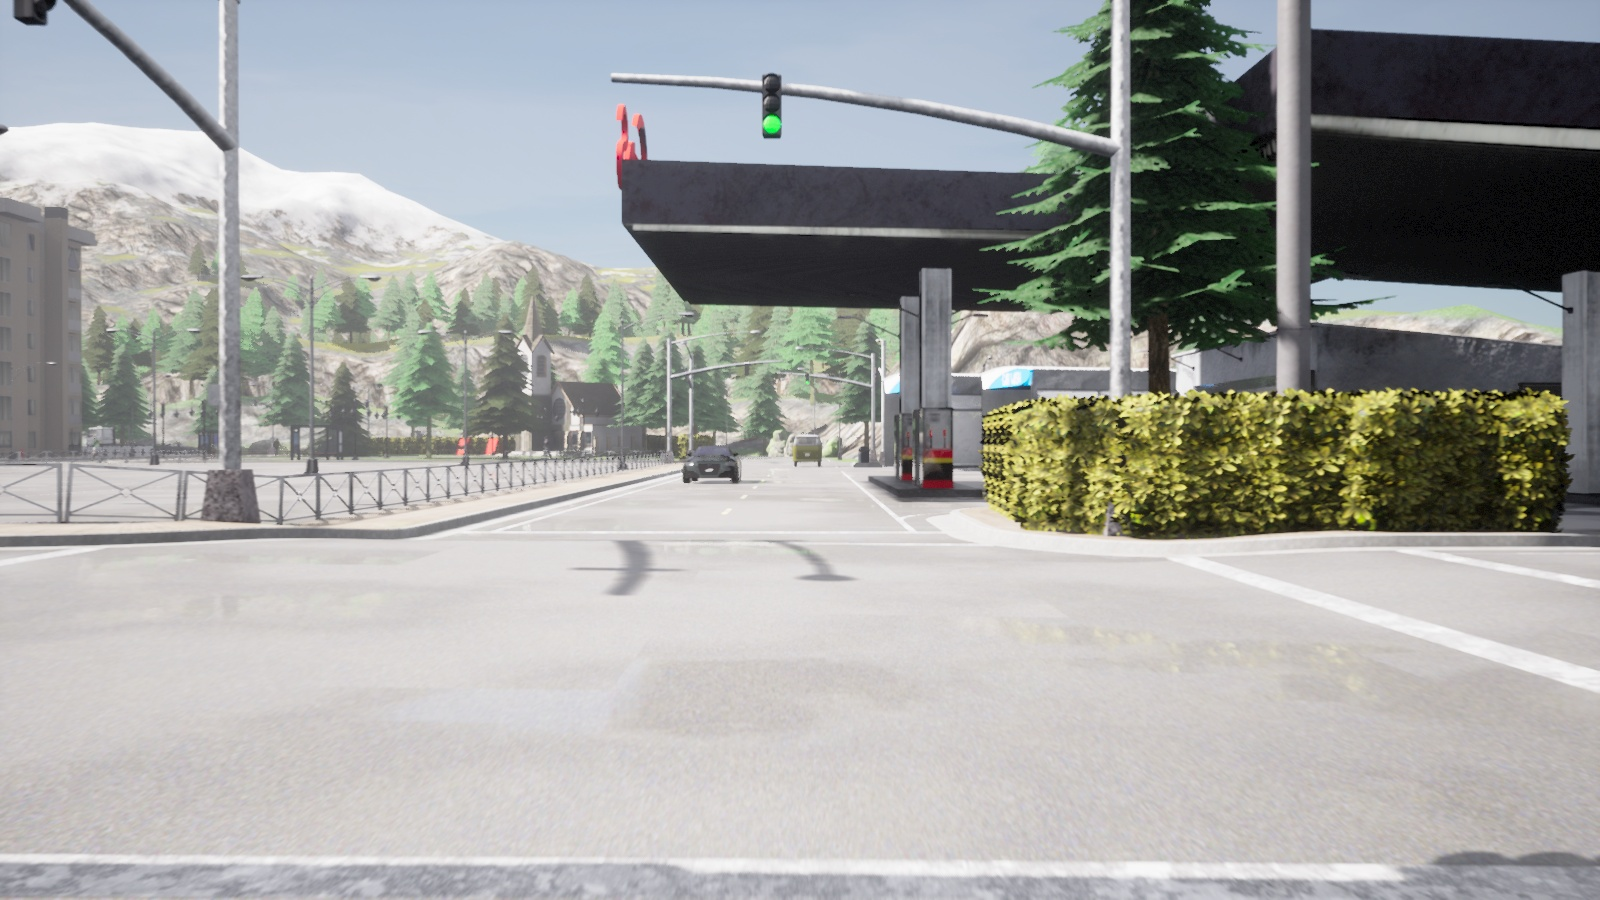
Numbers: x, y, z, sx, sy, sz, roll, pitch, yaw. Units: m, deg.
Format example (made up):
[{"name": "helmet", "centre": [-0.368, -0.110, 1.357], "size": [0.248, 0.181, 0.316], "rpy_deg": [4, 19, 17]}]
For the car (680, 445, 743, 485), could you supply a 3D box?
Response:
[{"name": "car", "centre": [-3.218, 0.519, 46.399], "size": [1.994, 1.385, 4.181], "rpy_deg": [0, 0, 0]}]

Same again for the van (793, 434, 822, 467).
[{"name": "van", "centre": [0.461, 0.017, 77.681], "size": [1.775, 1.987, 4.442], "rpy_deg": [0, 0, 0]}]
